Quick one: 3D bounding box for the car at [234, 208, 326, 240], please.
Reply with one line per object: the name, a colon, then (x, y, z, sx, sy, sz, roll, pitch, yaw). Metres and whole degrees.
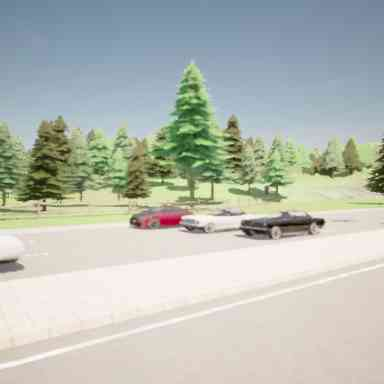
car: (4.673, 1.584, 17.054, 4.718, 1.301, 1.895, 0, 0, -35)

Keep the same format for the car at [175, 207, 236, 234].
car: (1.674, 1.586, 19.217, 4.718, 1.301, 1.895, 0, 0, -35)

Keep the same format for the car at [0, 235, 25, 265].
car: (-7.130, 1.602, 8.727, 4.718, 1.301, 1.895, 0, 0, -35)

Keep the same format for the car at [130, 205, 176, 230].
car: (-1.803, 1.551, 21.035, 4.181, 1.385, 1.994, 0, 0, -35)
